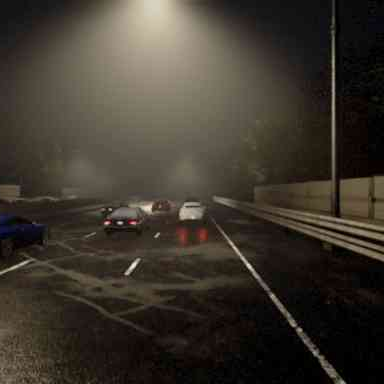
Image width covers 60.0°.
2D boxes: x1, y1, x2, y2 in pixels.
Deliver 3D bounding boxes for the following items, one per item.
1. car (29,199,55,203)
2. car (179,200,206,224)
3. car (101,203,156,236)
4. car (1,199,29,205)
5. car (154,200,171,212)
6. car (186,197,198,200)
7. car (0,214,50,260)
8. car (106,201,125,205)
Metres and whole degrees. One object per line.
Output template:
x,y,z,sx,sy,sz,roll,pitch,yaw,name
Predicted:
-17.642,1.567,40.625,1.994,1.385,4.181,0,0,0,car
0.032,1.519,24.514,1.812,1.442,4.674,0,-1,0,car
-3.446,1.537,18.414,2.033,1.411,5.357,0,0,0,car
-21.141,1.567,41.066,1.994,1.385,4.181,0,0,0,car
-3.506,1.566,38.685,1.994,1.385,4.181,0,0,0,car
-0.016,1.356,41.719,2.097,1.767,4.553,0,0,0,car
-6.934,1.516,12.186,1.812,1.442,4.674,0,0,0,car
-6.985,1.543,30.934,2.033,1.411,5.357,0,0,0,car
